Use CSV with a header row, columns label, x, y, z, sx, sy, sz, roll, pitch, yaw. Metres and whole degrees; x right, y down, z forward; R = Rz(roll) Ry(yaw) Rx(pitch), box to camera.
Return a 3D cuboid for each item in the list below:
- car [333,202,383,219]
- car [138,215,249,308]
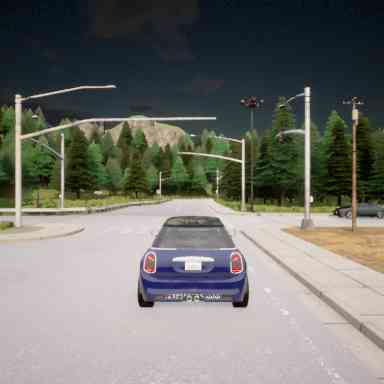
label,x,y,z,sx,sy,sz,roll,pitch,yaw
car,14.503,1.591,28.738,4.181,1.385,1.994,0,0,1
car,0.038,1.348,8.112,2.097,1.767,4.553,0,0,0
